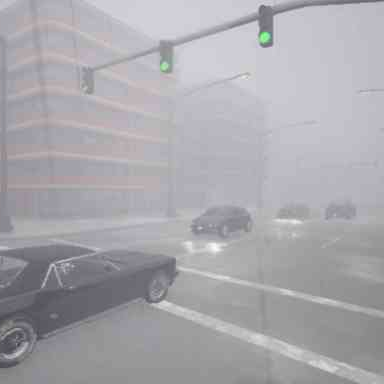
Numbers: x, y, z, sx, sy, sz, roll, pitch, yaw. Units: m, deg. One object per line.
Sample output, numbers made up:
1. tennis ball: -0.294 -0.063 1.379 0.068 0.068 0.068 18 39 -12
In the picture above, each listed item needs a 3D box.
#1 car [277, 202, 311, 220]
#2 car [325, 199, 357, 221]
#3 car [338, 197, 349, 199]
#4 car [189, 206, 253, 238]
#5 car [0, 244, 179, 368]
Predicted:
1. car: 8.907 1.606 29.017 1.994 1.385 4.181 0 0 34
2. car: 12.536 1.556 27.967 1.837 1.490 4.892 0 0 34
3. car: 21.972 1.552 48.352 2.128 1.511 4.902 0 0 34
4. car: 1.726 1.541 18.308 1.837 1.490 4.892 0 0 34
5. car: -2.257 1.603 5.896 1.895 1.301 4.718 0 0 34
